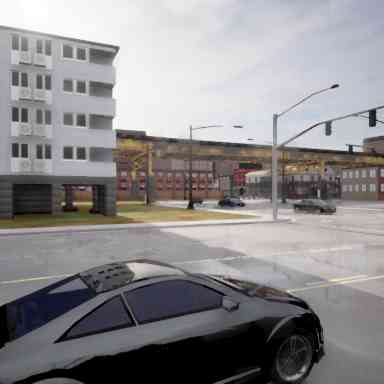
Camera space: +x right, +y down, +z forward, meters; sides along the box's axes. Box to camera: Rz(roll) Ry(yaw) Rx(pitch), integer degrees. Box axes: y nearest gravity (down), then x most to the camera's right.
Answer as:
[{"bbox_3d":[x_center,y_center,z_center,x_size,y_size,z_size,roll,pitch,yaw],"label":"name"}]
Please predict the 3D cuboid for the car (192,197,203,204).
[{"bbox_3d":[0.934,1.547,61.948,2.033,1.411,5.357,0,0,-5],"label":"car"}]

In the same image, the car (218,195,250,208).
[{"bbox_3d":[5.726,1.548,48.523,2.033,1.411,5.357,0,0,-25],"label":"car"}]

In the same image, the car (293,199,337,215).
[{"bbox_3d":[12.518,1.504,34.195,1.837,1.490,4.892,0,0,-26],"label":"car"}]

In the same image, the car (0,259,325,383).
[{"bbox_3d":[-0.379,1.564,4.054,4.181,1.385,1.994,0,0,-30],"label":"car"}]
